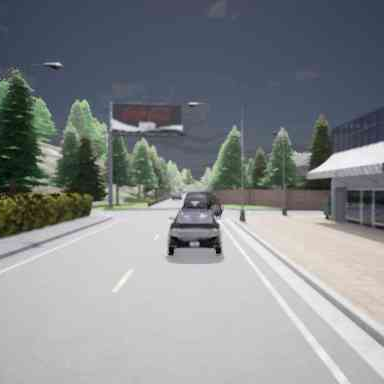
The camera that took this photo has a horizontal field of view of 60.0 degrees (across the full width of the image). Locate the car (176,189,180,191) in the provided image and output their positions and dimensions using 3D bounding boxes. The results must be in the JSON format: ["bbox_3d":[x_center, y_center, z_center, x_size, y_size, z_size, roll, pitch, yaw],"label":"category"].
[{"bbox_3d":[-2.975,0.204,83.305,2.150,2.045,5.566,0,0,0],"label":"car"}]

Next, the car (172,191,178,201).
[{"bbox_3d":[-3.072,1.023,67.868,2.033,1.411,5.357,0,0,0],"label":"car"}]

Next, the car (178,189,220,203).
[{"bbox_3d":[0.940,1.093,26.759,2.150,2.045,5.566,-1,-3,16],"label":"car"}]

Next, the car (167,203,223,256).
[{"bbox_3d":[0.121,1.393,12.742,2.128,1.511,4.902,0,0,1],"label":"car"}]
